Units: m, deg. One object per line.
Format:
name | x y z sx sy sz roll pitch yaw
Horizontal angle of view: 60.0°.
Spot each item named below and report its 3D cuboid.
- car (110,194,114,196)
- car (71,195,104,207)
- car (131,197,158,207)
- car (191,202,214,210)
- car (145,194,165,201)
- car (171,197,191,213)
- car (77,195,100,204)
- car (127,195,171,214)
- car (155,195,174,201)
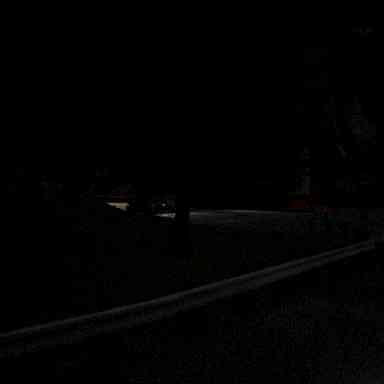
car | -18.642 1.137 81.004 4.892 1.490 1.837 1 1 42
car | -15.204 1.184 49.543 5.566 2.045 2.150 0 0 42
car | -7.506 1.556 52.038 4.181 1.385 1.994 1 1 42
car | 2.004 1.636 43.501 4.718 1.301 1.895 0 0 42
car | -8.558 1.307 76.642 5.008 1.535 1.882 1 1 42
car | -2.700 1.558 38.318 4.674 1.442 1.812 1 1 42
car | -19.623 1.313 63.024 5.008 1.535 1.882 1 1 42
car | -4.875 1.383 35.571 4.553 1.767 2.097 0 0 42
car | -6.549 1.425 79.542 4.718 1.301 1.895 1 1 42
